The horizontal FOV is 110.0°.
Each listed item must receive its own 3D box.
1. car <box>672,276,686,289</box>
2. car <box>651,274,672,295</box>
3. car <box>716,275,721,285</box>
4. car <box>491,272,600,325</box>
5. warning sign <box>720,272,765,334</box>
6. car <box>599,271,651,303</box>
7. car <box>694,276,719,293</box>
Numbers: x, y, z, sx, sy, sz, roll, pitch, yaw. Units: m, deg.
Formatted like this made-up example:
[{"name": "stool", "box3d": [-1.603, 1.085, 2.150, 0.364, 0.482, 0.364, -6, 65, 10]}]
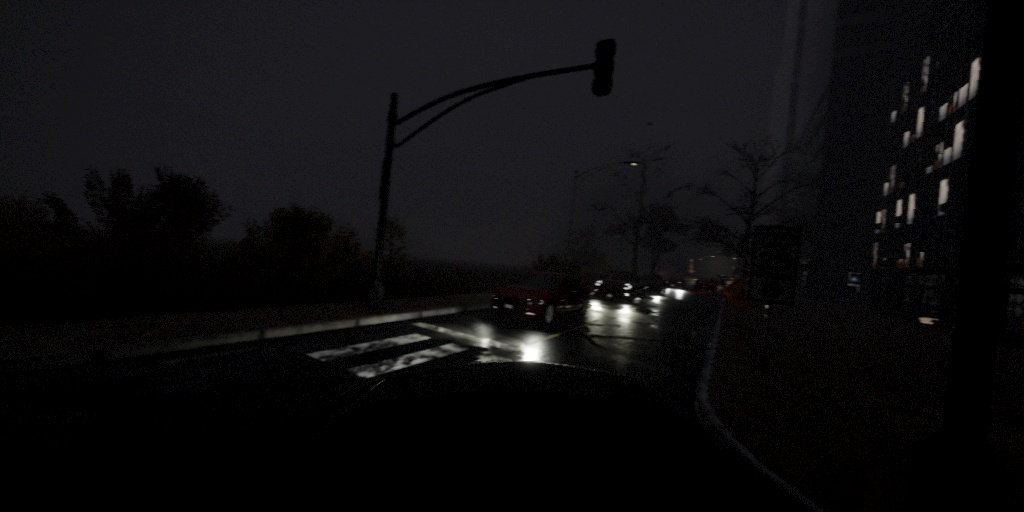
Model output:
[{"name": "car", "box3d": [19.243, 3.074, 42.194, 1.895, 1.301, 4.718, 6, 0, 32]}, {"name": "car", "box3d": [11.721, 2.294, 29.903, 1.837, 1.490, 4.892, 6, 0, 31]}, {"name": "car", "box3d": [27.259, 3.707, 49.451, 1.882, 1.535, 5.008, 6, 0, 31]}, {"name": "car", "box3d": [1.215, 1.310, 12.552, 1.882, 1.535, 5.008, 6, 0, 31]}, {"name": "warning sign", "box3d": [7.836, 1.606, 12.392, 1.300, 1.860, 1.060, 0, 0, 31]}, {"name": "car", "box3d": [6.487, 1.664, 21.239, 2.097, 1.767, 4.553, 6, 0, 31]}, {"name": "car", "box3d": [21.782, 3.210, 40.391, 1.882, 1.535, 5.008, 6, 0, 31]}]
